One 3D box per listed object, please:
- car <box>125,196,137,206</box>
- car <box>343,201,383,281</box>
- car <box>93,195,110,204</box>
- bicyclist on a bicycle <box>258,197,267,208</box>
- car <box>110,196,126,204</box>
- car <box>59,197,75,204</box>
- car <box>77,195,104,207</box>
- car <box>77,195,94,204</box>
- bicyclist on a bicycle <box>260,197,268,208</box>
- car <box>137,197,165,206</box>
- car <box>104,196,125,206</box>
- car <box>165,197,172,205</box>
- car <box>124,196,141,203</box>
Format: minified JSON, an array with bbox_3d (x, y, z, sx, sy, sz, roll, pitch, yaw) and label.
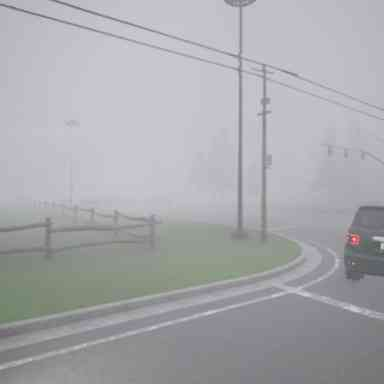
[{"bbox_3d":[-11.766,1.645,59.536,1.837,1.490,4.892,0,-2,-35],"label":"car"},{"bbox_3d":[5.893,1.282,9.259,2.150,2.045,5.566,1,0,38],"label":"car"},{"bbox_3d":[-19.024,1.501,69.682,2.097,1.767,4.553,0,0,-35],"label":"car"},{"bbox_3d":[10.131,1.513,47.726,0.582,1.620,1.656,0,0,42],"label":"bicyclist on a bicycle"},{"bbox_3d":[-15.914,1.690,71.339,1.812,1.442,4.674,0,0,-35],"label":"car"},{"bbox_3d":[-24.606,1.644,65.446,2.033,1.411,5.357,0,0,-35],"label":"car"},{"bbox_3d":[-16.663,1.582,54.325,1.882,1.535,5.008,0,0,-35],"label":"car"},{"bbox_3d":[-21.549,1.480,67.186,2.097,1.767,4.553,0,0,-35],"label":"car"},{"bbox_3d":[10.279,1.512,47.182,1.656,1.620,0.582,0,0,-45],"label":"bicyclist on a bicycle"},{"bbox_3d":[-7.378,1.656,59.387,2.128,1.511,4.902,0,0,-35],"label":"car"},{"bbox_3d":[-13.841,1.615,56.400,2.128,1.511,4.902,0,0,-35],"label":"car"},{"bbox_3d":[-5.695,1.689,63.067,1.837,1.490,4.892,0,-1,-35],"label":"car"},{"bbox_3d":[-13.207,1.711,73.574,1.812,1.442,4.674,0,0,-35],"label":"car"}]
